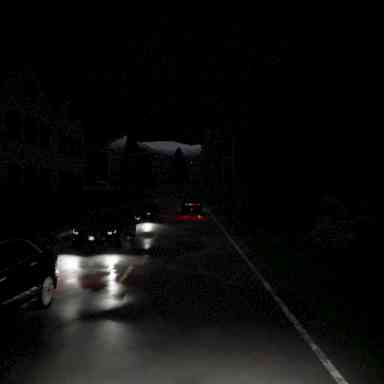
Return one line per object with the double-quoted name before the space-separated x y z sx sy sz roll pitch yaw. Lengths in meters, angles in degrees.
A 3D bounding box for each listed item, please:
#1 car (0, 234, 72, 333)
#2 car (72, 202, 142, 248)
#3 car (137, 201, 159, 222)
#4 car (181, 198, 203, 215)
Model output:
"car" -3.593 1.469 4.830 1.837 1.490 4.892 0 0 0
"car" -3.594 1.399 14.331 1.837 1.490 4.892 0 0 0
"car" -3.562 1.364 24.991 2.033 1.411 5.357 0 0 0
"car" -0.010 1.266 30.783 2.128 1.511 4.902 0 0 0
